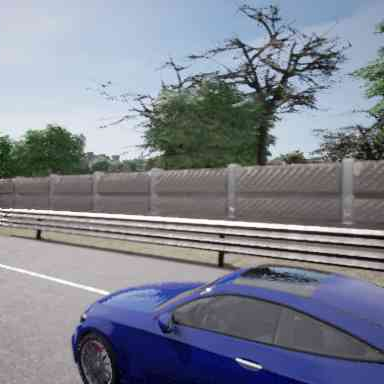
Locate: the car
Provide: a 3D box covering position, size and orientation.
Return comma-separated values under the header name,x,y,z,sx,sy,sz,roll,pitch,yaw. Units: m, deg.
name,x,y,z,sx,sy,sz,roll,pitch,yaw
car,0.726,1.524,3.474,4.674,1.442,1.812,0,0,36
